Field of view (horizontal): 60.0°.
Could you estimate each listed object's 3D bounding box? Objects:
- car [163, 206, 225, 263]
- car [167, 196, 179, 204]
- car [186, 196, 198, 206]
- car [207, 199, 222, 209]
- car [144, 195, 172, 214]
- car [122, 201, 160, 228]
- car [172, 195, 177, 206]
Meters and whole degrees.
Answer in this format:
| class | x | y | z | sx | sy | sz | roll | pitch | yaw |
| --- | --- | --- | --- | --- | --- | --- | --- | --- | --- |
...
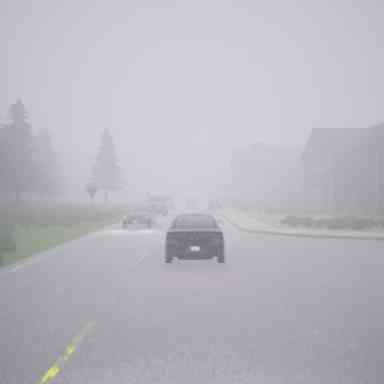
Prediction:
| class | x | y | z | sx | sy | sz | roll | pitch | yaw |
| --- | --- | --- | --- | --- | --- | --- | --- | --- | --- |
| car | 0.091 | 1.492 | 12.182 | 1.882 | 1.535 | 5.008 | 0 | 0 | 0 |
| car | -3.498 | 1.488 | 61.890 | 1.895 | 1.301 | 4.718 | 0 | 0 | 0 |
| car | 0.001 | 1.803 | 56.717 | 2.033 | 1.411 | 5.357 | 0 | 0 | 0 |
| car | 2.973 | 1.659 | 45.167 | 1.816 | 1.474 | 4.193 | -6 | 0 | -2 |
| car | -3.597 | 1.375 | 34.053 | 2.150 | 2.045 | 5.566 | 0 | 0 | 0 |
| car | -3.595 | 1.631 | 23.357 | 1.812 | 1.442 | 4.674 | 0 | 0 | 0 |
| car | -3.581 | 1.429 | 46.540 | 2.150 | 2.045 | 5.566 | 0 | 0 | 0 |
